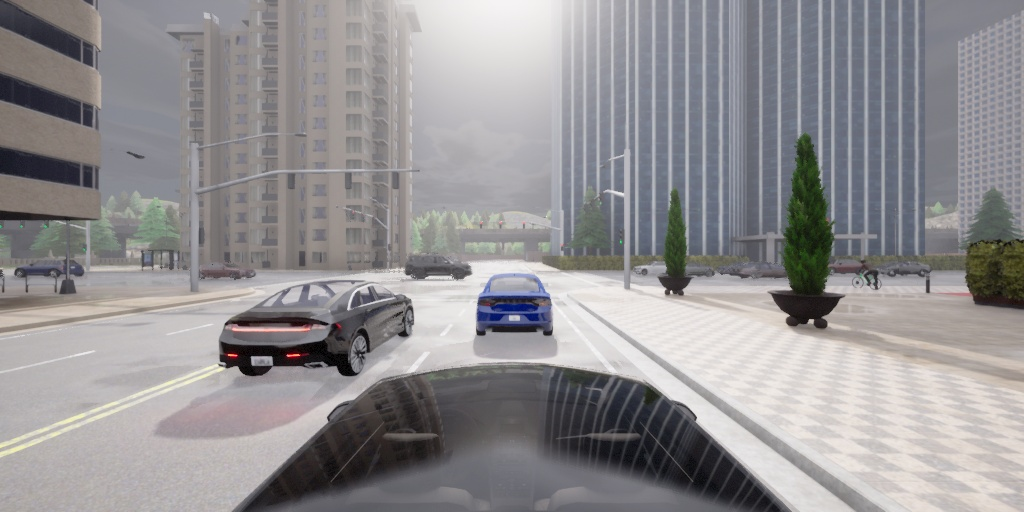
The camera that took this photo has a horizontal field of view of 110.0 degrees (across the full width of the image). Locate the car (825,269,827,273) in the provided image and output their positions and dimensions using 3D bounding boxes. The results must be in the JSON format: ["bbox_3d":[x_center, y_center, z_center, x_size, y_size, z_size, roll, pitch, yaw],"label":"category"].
[{"bbox_3d":[26.906,1.273,34.420,4.674,1.442,1.812,0,0,0],"label":"car"}]

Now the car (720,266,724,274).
[{"bbox_3d":[24.266,1.272,37.896,4.674,1.442,1.812,0,0,0],"label":"car"}]

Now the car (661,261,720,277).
[{"bbox_3d":[16.987,1.311,34.321,4.181,1.385,1.994,0,0,-1],"label":"car"}]

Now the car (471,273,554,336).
[{"bbox_3d":[0.069,1.227,10.429,1.882,1.535,5.008,0,0,0],"label":"car"}]

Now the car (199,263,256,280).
[{"bbox_3d":[-24.246,1.273,30.193,4.674,1.442,1.812,0,0,-1],"label":"car"}]

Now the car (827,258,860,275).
[{"bbox_3d":[34.351,1.099,37.997,4.553,1.767,2.097,0,0,0],"label":"car"}]

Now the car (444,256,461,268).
[{"bbox_3d":[-10.602,0.966,64.221,2.150,2.045,5.566,0,0,0],"label":"car"}]

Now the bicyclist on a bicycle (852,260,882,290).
[{"bbox_3d":[19.628,1.049,19.865,0.582,1.620,1.656,0,0,-1],"label":"bicyclist on a bicycle"}]

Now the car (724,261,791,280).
[{"bbox_3d":[21.636,1.295,30.670,5.357,1.411,2.033,0,0,-1],"label":"car"}]

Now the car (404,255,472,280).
[{"bbox_3d":[-6.216,0.968,30.368,5.566,2.045,2.150,0,0,-1],"label":"car"}]

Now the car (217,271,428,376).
[{"bbox_3d":[-3.447,1.241,7.390,2.128,1.511,4.902,0,0,0],"label":"car"}]

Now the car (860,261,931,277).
[{"bbox_3d":[37.227,1.238,34.521,4.902,1.511,2.128,0,0,0],"label":"car"}]

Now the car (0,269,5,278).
[{"bbox_3d":[-45.761,1.254,30.005,4.892,1.490,1.837,-1,0,0],"label":"car"}]

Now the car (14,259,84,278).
[{"bbox_3d":[-43.391,1.099,33.659,4.553,1.767,2.097,0,0,-1],"label":"car"}]

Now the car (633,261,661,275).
[{"bbox_3d":[15.183,1.272,37.801,4.674,1.442,1.812,0,0,-1],"label":"car"}]
